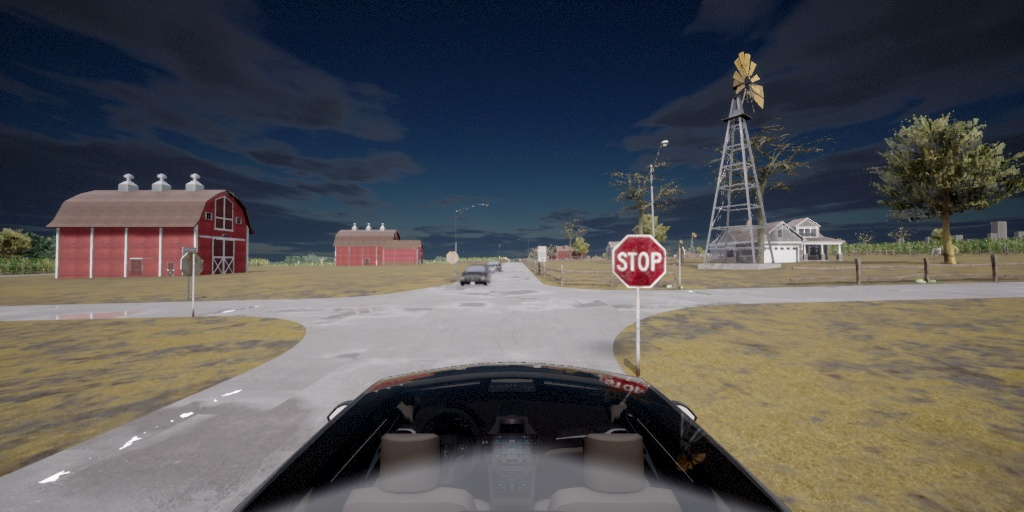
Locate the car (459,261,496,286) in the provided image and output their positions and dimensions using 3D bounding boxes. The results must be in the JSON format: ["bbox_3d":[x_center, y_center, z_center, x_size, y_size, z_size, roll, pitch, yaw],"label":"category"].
[{"bbox_3d":[-2.455,1.327,25.282,2.033,1.411,5.357,0,0,1],"label":"car"}]

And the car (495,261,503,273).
[{"bbox_3d":[-2.197,1.311,44.366,1.812,1.442,4.674,0,0,1],"label":"car"}]
